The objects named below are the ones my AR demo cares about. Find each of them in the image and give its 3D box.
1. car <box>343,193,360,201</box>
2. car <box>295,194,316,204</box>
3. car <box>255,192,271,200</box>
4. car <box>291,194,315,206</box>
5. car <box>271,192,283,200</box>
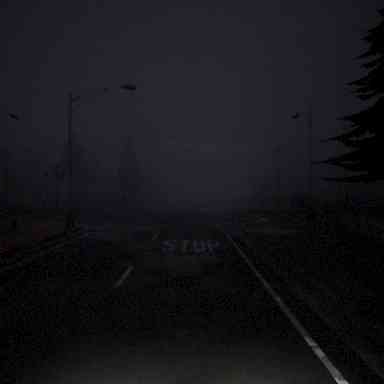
[{"bbox_3d":[29.109,0.860,60.967,1.845,1.501,3.633,0,0,0],"label":"car"},{"bbox_3d":[17.009,1.006,50.094,1.970,1.475,3.806,0,0,0],"label":"car"},{"bbox_3d":[14.202,0.821,68.735,2.007,1.523,4.514,0,0,0],"label":"car"},{"bbox_3d":[13.956,1.051,42.703,1.845,1.501,3.633,0,0,0],"label":"car"},{"bbox_3d":[17.339,0.812,68.757,2.152,1.636,5.027,0,0,0],"label":"car"}]
